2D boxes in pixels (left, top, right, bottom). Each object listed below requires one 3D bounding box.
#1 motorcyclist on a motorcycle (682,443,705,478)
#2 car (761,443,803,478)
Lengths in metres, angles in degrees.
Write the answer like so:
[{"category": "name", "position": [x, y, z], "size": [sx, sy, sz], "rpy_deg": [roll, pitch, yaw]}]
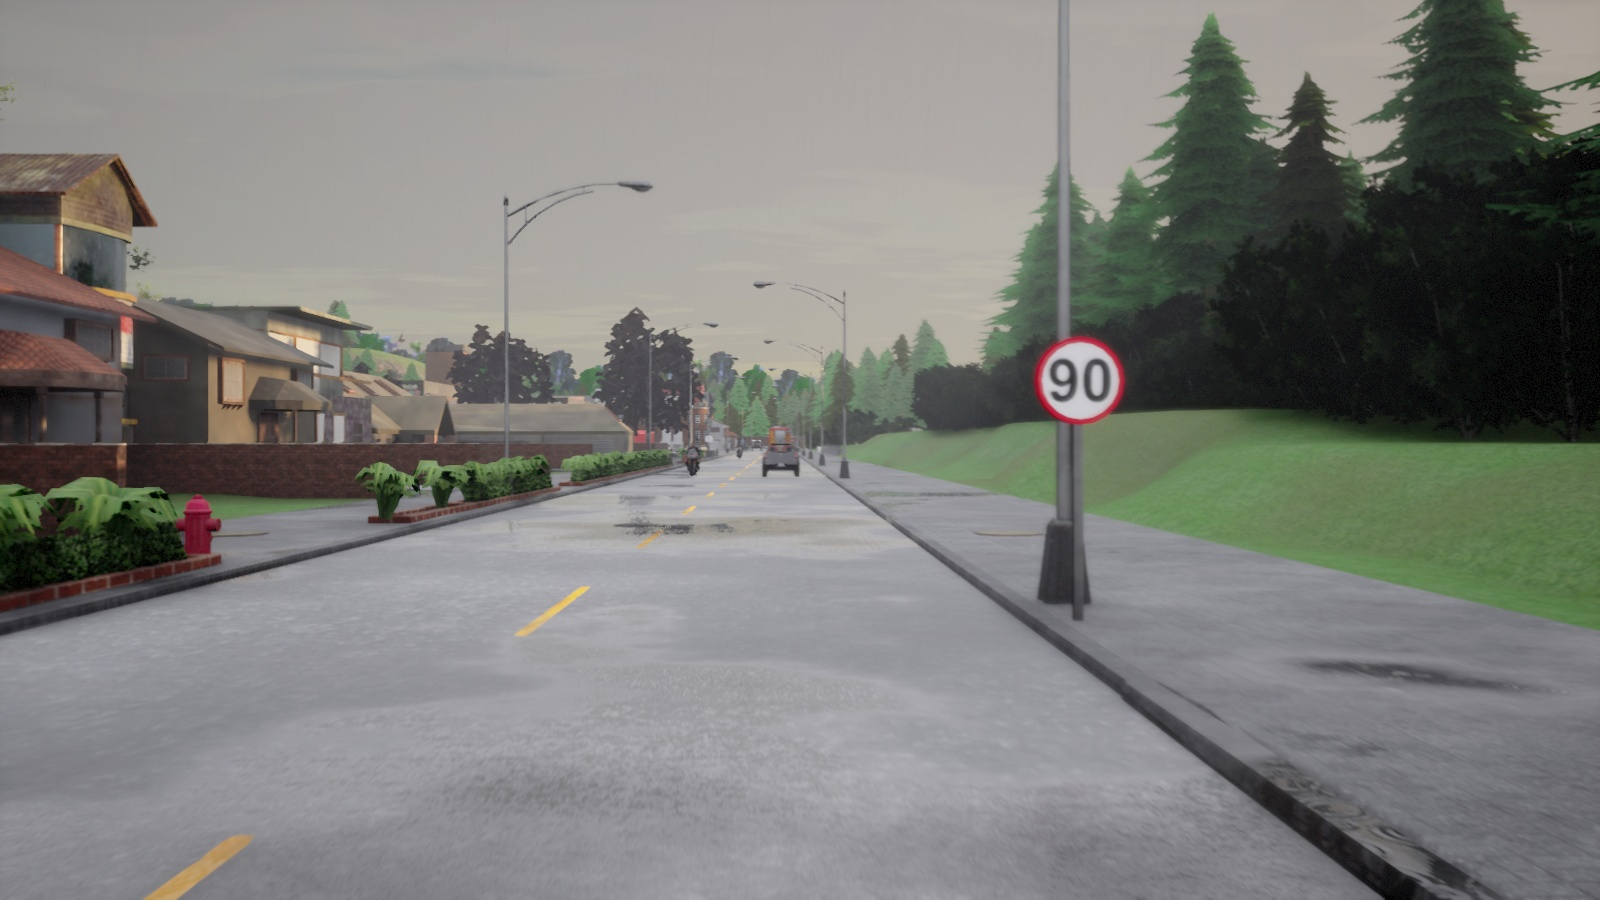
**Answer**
[{"category": "motorcyclist on a motorcycle", "position": [-4.814, 0.456, 56.968], "size": [0.866, 1.530, 2.191], "rpy_deg": [0, 0, 0]}, {"category": "car", "position": [-0.806, 0.442, 56.431], "size": [1.845, 1.501, 3.633], "rpy_deg": [0, 1, -1]}]
